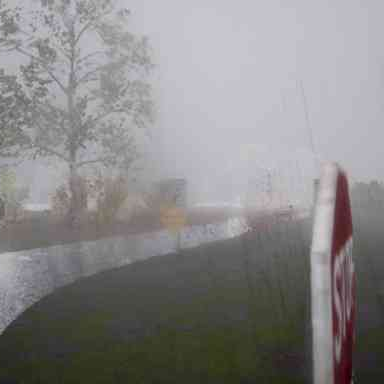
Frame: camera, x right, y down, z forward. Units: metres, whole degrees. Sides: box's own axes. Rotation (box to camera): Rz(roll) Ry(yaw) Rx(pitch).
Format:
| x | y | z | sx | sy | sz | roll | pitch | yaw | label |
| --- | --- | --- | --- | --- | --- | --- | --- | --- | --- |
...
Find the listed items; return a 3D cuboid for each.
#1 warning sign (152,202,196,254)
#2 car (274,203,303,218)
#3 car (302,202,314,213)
| x | y | z | sx | sy | sz | roll | pitch | yaw | label |
| --- | --- | --- | --- | --- | --- | --- | --- | --- | --- |
| -0.691 | 1.326 | 12.753 | 1.300 | 1.860 | 1.060 | -1 | 0 | 29 | warning sign |
| 11.111 | 2.284 | 39.037 | 2.033 | 1.411 | 5.357 | -2 | -2 | 29 | car |
| 17.872 | 2.316 | 51.236 | 2.097 | 1.767 | 4.553 | -2 | -2 | 29 | car |
